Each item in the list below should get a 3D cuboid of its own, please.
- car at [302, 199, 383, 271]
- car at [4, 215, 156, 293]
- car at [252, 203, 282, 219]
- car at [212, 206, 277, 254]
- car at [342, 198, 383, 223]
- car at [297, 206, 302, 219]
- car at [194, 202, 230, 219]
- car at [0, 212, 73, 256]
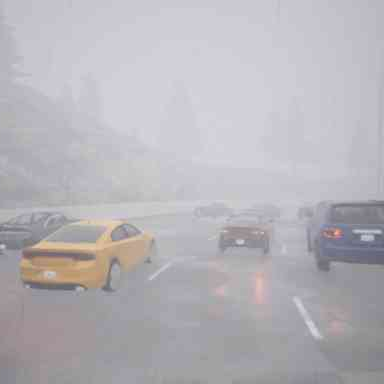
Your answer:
[{"bbox_3d":[5.048,1.237,10.886,2.150,2.045,5.566,0,0,15],"label":"car"},{"bbox_3d":[-2.418,1.487,9.065,1.882,1.535,5.008,0,0,9],"label":"car"},{"bbox_3d":[6.083,1.601,28.160,1.994,1.385,4.181,0,0,36],"label":"car"},{"bbox_3d":[2.338,1.543,13.686,1.812,1.442,4.674,0,0,17],"label":"car"},{"bbox_3d":[13.929,1.392,26.783,2.097,1.767,4.553,0,0,41],"label":"car"},{"bbox_3d":[10.473,1.565,28.158,1.812,1.442,4.674,0,0,40],"label":"car"},{"bbox_3d":[1.906,1.561,28.861,1.812,1.442,4.674,0,0,34],"label":"car"},{"bbox_3d":[-5.379,1.504,12.812,2.128,1.511,4.902,0,0,13],"label":"car"}]
